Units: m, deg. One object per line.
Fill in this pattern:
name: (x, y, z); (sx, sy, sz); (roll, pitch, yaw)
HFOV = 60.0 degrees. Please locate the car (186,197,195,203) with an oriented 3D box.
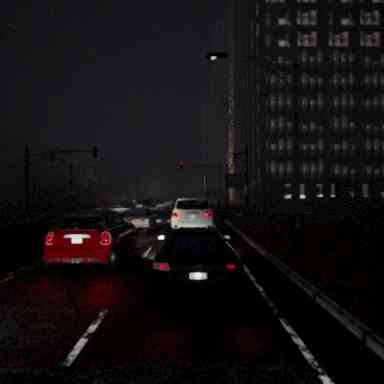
car: (-0.374, 1.956, 80.280); (2.033, 1.411, 5.357); (0, -1, 0)

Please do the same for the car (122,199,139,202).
car: (-10.081, 1.812, 52.752); (1.895, 1.301, 4.718); (0, 0, 0)

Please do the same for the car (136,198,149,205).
car: (-10.067, 1.913, 67.792); (1.895, 1.301, 4.718); (0, 0, 0)

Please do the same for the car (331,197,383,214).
car: (16.172, 1.402, 31.493); (4.829, 1.417, 1.752); (0, -2, -1)

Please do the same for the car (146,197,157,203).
car: (-10.136, 1.963, 82.768); (2.128, 1.511, 4.902); (0, -1, 0)

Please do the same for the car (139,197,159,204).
car: (-6.831, 1.717, 53.067); (1.837, 1.490, 4.892); (0, 0, 0)

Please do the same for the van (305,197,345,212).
van: (15.753, 1.474, 39.513); (3.998, 1.788, 1.690); (0, -1, -1)

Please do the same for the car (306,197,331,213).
car: (15.835, 1.597, 36.905); (5.357, 1.411, 2.033); (0, -2, -1)

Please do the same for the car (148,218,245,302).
car: (0.071, 1.577, 8.349); (1.994, 1.385, 4.181); (0, 0, -1)

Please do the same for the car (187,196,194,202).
car: (-0.423, 1.874, 90.702); (1.882, 1.535, 5.008); (0, -1, 0)

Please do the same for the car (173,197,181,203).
car: (-3.624, 1.895, 80.265); (1.882, 1.535, 5.008); (0, -1, 0)

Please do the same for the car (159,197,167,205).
car: (-6.819, 1.918, 68.325); (1.895, 1.301, 4.718); (0, 0, 0)

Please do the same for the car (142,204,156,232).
car: (-3.250, 1.648, 20.251); (1.895, 1.301, 4.718); (0, 0, -1)

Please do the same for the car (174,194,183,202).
car: (-3.673, 1.622, 90.720); (2.150, 2.045, 5.566); (0, -1, 0)

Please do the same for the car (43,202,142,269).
car: (-3.203, 1.372, 11.356); (2.097, 1.767, 4.553); (0, 0, 0)

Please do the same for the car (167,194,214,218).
car: (0.012, 1.263, 18.569); (2.150, 2.045, 5.566); (0, 0, 0)

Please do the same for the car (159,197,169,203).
car: (-6.888, 1.945, 83.138); (2.128, 1.511, 4.902); (0, -1, 0)
